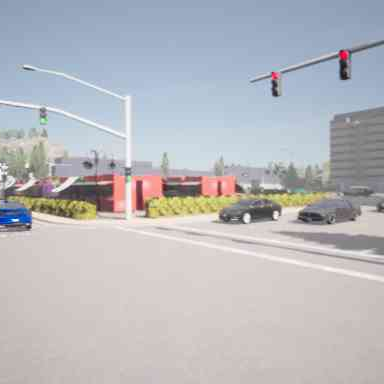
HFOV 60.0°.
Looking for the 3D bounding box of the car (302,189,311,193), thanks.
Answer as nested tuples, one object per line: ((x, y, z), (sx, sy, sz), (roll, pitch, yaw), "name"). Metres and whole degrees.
((21.524, 0.309, 65.040), (1.970, 1.475, 3.806), (-1, 1, -40), "car")

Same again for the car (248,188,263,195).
((16.142, 0.099, 80.282), (1.970, 1.475, 3.806), (-1, 1, -40), "car")

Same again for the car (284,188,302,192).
((17.304, 0.142, 61.387), (1.932, 1.855, 4.605), (-1, 1, -40), "car")

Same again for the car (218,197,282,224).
((3.754, 1.122, 21.104), (4.892, 1.490, 1.837), (-1, 1, -41), "car")

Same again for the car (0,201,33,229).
((-10.521, 1.255, 18.736), (1.882, 1.535, 5.008), (-1, 1, -40), "car")

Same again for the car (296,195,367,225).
((8.694, 1.148, 20.737), (5.357, 1.411, 2.033), (-1, 1, -41), "car")

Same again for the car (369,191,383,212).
((17.360, 0.936, 28.200), (4.902, 1.511, 2.128), (-1, 1, -41), "car")
